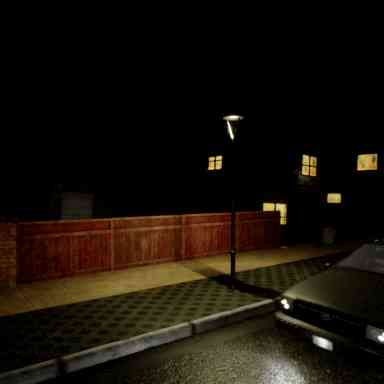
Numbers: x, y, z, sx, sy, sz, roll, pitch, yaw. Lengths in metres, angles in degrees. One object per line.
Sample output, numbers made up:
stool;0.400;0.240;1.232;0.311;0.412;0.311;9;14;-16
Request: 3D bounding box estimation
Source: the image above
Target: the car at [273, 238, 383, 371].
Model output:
car;3.840;1.554;5.830;5.357;1.411;2.033;0;0;-36
